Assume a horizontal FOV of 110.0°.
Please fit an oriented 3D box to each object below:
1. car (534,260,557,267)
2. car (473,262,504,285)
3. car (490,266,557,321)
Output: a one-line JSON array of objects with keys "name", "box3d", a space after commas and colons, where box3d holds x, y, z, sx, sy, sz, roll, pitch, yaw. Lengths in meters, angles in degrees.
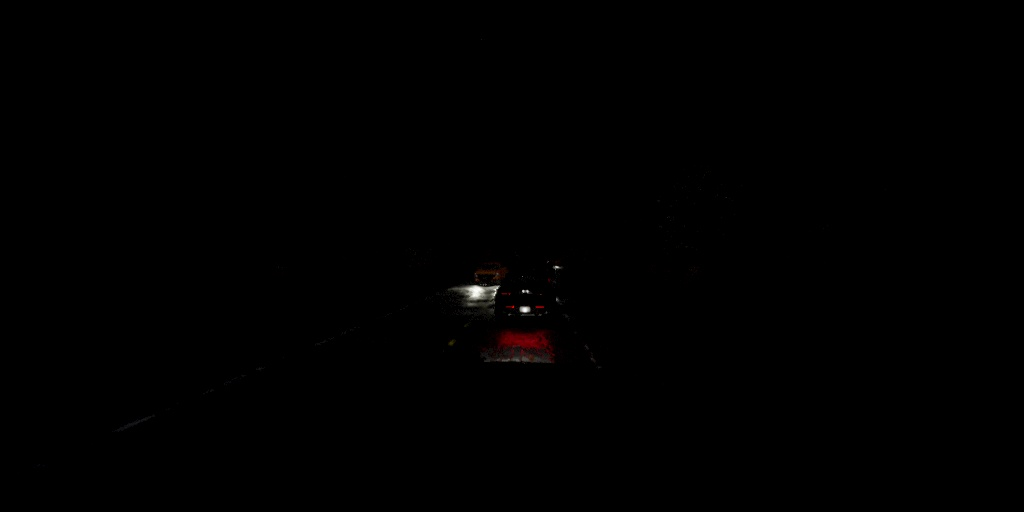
[{"name": "car", "box3d": [2.988, 1.322, 34.621, 1.895, 1.301, 4.718, 0, 0, 10]}, {"name": "car", "box3d": [-1.459, 1.205, 26.188, 1.882, 1.535, 5.008, 0, 0, 7]}, {"name": "car", "box3d": [0.496, 1.255, 12.519, 1.837, 1.490, 4.892, 0, 0, 3]}]
